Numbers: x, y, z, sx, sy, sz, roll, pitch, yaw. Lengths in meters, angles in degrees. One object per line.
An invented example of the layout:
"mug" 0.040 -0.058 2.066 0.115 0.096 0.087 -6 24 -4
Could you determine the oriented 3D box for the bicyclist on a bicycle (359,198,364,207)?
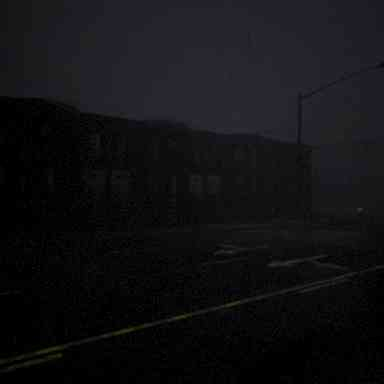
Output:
"bicyclist on a bicycle" 30.140 1.848 59.191 1.656 1.620 0.582 0 0 -35
